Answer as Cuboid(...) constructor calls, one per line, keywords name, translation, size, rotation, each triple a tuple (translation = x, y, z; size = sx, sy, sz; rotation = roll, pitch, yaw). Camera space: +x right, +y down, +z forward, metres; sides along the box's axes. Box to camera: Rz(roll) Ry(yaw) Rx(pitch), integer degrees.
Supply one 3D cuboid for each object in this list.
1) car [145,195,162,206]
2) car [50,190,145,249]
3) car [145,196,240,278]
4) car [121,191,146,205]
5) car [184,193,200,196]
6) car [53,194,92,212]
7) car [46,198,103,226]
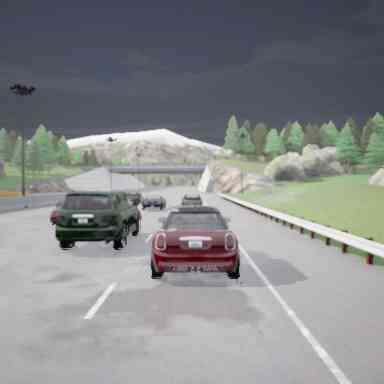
Cuboid(name="car", translation=(-3.494, 0.942, 31.504), size=(1.895, 1.301, 4.718), rotation=(0, 1, 0))
Cuboid(name="car", translation=(-3.439, 0.946, 13.143), size=(2.150, 2.045, 5.566), rotation=(0, 1, 0))
Cuboid(name="car", translation=(0.072, 1.149, 9.607), size=(2.097, 1.767, 4.553), rotation=(0, 1, 0))
Cuboid(name="car", translation=(-7.021, 0.650, 40.352), size=(2.128, 1.511, 4.902), rotation=(0, 1, 0))
Cuboid(name="car", translation=(0.012, 0.866, 29.880), size=(2.128, 1.511, 4.902), rotation=(0, 1, 0))
Cuboid(name="car", translation=(-10.488, 0.948, 29.594), size=(1.994, 1.385, 4.181), rotation=(0, 1, 0))
Cuboid(name="car", translation=(-6.959, 1.141, 20.276), size=(1.994, 1.385, 4.181), rotation=(0, 1, 0))
